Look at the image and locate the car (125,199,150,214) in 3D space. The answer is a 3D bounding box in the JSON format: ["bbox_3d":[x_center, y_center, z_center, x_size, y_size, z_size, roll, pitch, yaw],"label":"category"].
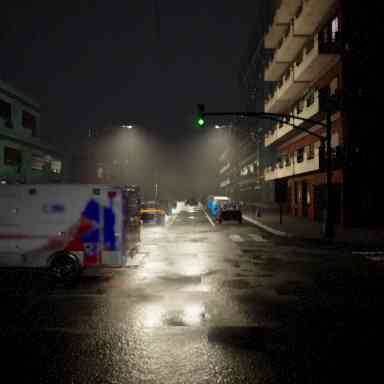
[{"bbox_3d":[-5.733,1.535,35.622,1.887,1.381,4.507,1,0,0],"label":"car"}]

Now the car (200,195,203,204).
[{"bbox_3d":[2.621,1.503,52.583,1.752,1.417,4.829,1,0,0],"label":"car"}]

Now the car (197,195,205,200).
[{"bbox_3d":[2.562,1.475,91.479,2.008,1.369,4.403,1,0,0],"label":"car"}]

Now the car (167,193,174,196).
[{"bbox_3d":[-5.810,1.499,85.844,1.947,1.339,4.313,1,0,0],"label":"car"}]

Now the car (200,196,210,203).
[{"bbox_3d":[2.596,1.525,69.156,1.947,1.339,4.313,1,0,0],"label":"car"}]

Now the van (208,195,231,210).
[{"bbox_3d":[2.659,1.334,30.090,1.690,1.788,3.998,1,0,0],"label":"van"}]

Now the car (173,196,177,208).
[{"bbox_3d":[-3.158,1.583,46.801,1.895,1.301,4.718,0,0,0],"label":"car"}]

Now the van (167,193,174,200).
[{"bbox_3d":[-5.815,1.265,91.424,1.690,1.788,3.998,1,0,0],"label":"van"}]

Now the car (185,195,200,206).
[{"bbox_3d":[-0.083,1.540,54.372,1.994,1.385,4.181,0,0,0],"label":"car"}]

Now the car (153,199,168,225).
[{"bbox_3d":[-3.126,1.473,24.555,1.882,1.535,5.008,0,0,0],"label":"car"}]

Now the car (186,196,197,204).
[{"bbox_3d":[-0.100,1.529,64.413,1.994,1.385,4.181,0,0,0],"label":"car"}]

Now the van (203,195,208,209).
[{"bbox_3d":[2.642,1.328,41.252,1.690,1.788,3.998,1,0,0],"label":"van"}]

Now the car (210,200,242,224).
[{"bbox_3d":[2.664,1.546,24.510,2.008,1.369,4.403,1,0,0],"label":"car"}]

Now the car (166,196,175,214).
[{"bbox_3d":[-3.140,1.495,34.598,1.837,1.490,4.892,0,0,0],"label":"car"}]

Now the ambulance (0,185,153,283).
[{"bbox_3d":[-4.497,1.030,9.258,6.366,2.431,2.351,0,0,1],"label":"ambulance"}]

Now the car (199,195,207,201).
[{"bbox_3d":[2.579,1.487,80.318,1.887,1.381,4.507,1,0,0],"label":"car"}]
